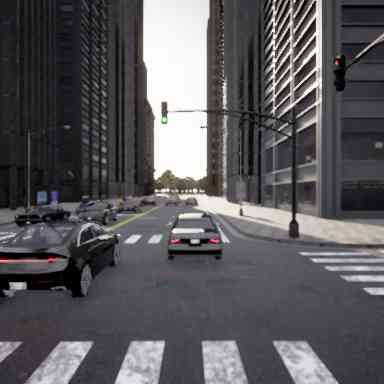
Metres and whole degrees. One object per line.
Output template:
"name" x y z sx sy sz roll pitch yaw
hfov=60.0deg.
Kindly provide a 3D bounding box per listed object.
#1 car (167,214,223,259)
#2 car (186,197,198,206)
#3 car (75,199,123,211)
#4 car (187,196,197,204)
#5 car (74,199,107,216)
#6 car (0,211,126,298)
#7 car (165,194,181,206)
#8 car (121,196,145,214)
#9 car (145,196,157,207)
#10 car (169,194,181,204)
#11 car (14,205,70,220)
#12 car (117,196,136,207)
"car" 0.089 1.531 12.522 2.033 1.411 5.357 0 0 0
"car" -0.045 1.497 54.239 1.994 1.385 4.181 0 0 0
"car" -6.612 1.472 23.866 1.837 1.490 4.892 0 0 0
"car" -0.053 1.526 64.273 1.895 1.301 4.718 0 0 0
"car" -9.861 1.481 32.562 1.812 1.442 4.674 0 0 0
"car" -3.157 1.481 8.467 2.128 1.511 4.902 0 0 0
"car" -3.294 1.480 53.820 2.033 1.411 5.357 0 0 0
"car" -6.620 1.459 35.490 1.837 1.490 4.892 0 0 0
"car" -6.595 1.413 51.420 1.882 1.535 5.008 0 0 0
"car" -3.303 1.277 64.211 2.097 1.767 4.553 0 0 0
"car" -9.879 1.570 22.327 1.895 1.301 4.718 0 0 1
"car" -9.854 1.413 50.387 1.882 1.535 5.008 0 0 0
